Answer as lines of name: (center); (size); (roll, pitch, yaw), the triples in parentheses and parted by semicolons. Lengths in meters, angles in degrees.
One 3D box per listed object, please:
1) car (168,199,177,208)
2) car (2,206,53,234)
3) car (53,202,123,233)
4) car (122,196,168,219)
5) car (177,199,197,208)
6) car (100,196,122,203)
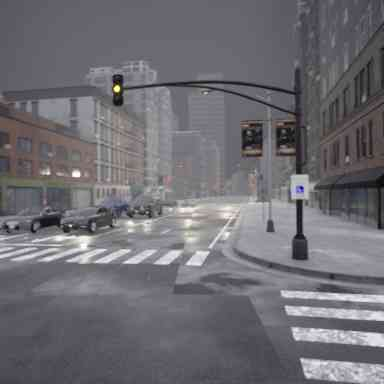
car: (-3.562, 1.814, 54.253); (2.033, 1.411, 5.357); (-1, 0, 10)
car: (-9.664, 1.667, 20.858); (2.128, 1.511, 4.902); (-1, 0, 8)
car: (-6.320, 1.641, 20.862); (1.837, 1.490, 4.892); (-1, 0, 10)
car: (-4.360, 1.377, 31.846); (2.150, 2.045, 5.566); (-1, 0, 10)
car: (-0.507, 1.825, 52.928); (1.895, 1.301, 4.718); (-1, 0, 11)
car: (-7.509, 1.413, 32.708); (2.150, 2.045, 5.566); (-1, 1, 10)
